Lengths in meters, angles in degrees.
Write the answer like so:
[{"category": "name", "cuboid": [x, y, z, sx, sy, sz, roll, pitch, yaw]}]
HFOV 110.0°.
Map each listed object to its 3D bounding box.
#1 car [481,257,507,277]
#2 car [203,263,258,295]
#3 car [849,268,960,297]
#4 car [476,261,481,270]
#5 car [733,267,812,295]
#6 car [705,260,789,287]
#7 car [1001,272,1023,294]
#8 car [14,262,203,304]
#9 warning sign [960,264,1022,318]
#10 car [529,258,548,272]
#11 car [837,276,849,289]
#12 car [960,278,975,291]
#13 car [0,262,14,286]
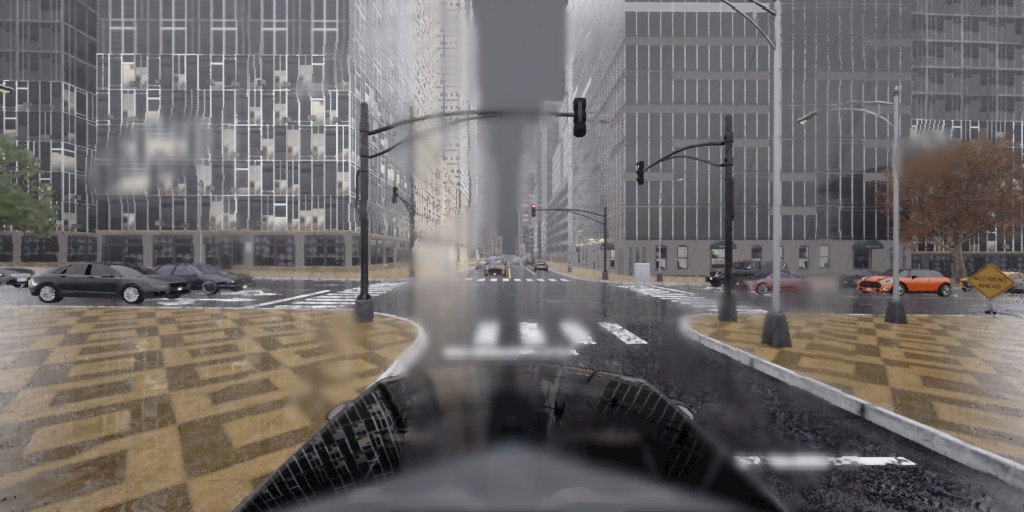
[{"category": "car", "cuboid": [-1.664, 1.120, 36.188, 2.097, 1.767, 4.553, 0, 0, -2]}, {"category": "car", "cuboid": [-15.440, 1.040, 17.233, 5.357, 1.411, 2.033, 1, 0, 0]}, {"category": "car", "cuboid": [24.781, 1.574, 22.757, 4.553, 1.767, 2.097, 1, 0, -3]}, {"category": "car", "cuboid": [-4.322, 1.342, 52.068, 1.802, 1.307, 4.207, 0, 0, -1]}, {"category": "car", "cuboid": [16.087, 1.631, 22.304, 4.181, 1.385, 1.994, 1, 0, -3]}, {"category": "car", "cuboid": [16.900, 1.303, 25.601, 5.566, 2.045, 2.150, 1, 0, -3]}, {"category": "car", "cuboid": [33.779, 1.948, 23.221, 4.181, 1.385, 1.994, 1, 0, -2]}, {"category": "car", "cuboid": [-15.427, 0.998, 13.945, 4.892, 1.490, 1.837, 1, 0, -3]}, {"category": "warning sign", "cuboid": [17.213, 1.204, 12.901, 1.060, 1.860, 1.300, 0, 0, -3]}, {"category": "car", "cuboid": [3.663, 1.329, 46.623, 1.948, 1.339, 4.313, 0, 0, -1]}, {"category": "car", "cuboid": [26.289, 1.813, 26.095, 4.181, 1.385, 1.994, 1, 0, -3]}, {"category": "car", "cuboid": [36.318, 1.906, 26.608, 5.008, 1.535, 1.882, 1, 0, -3]}, {"category": "car", "cuboid": [-25.374, 0.802, 16.683, 4.902, 1.511, 2.128, 1, 0, -3]}]
